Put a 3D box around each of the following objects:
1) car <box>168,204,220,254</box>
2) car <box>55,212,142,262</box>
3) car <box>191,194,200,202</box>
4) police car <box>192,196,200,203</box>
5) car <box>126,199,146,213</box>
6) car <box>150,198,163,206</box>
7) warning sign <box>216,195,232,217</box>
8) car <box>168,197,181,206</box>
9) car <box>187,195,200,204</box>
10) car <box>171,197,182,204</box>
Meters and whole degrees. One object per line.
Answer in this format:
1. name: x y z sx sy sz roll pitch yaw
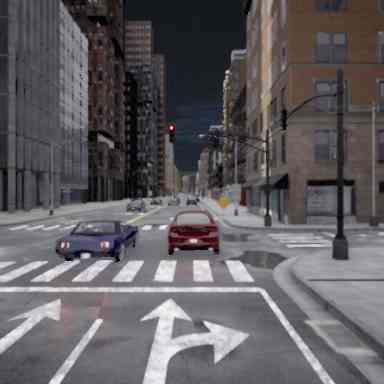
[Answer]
1. car: 0.066 1.497 13.734 1.882 1.535 5.008 0 0 0
2. car: -3.192 1.643 12.249 1.895 1.301 4.718 0 0 0
3. car: 0.899 1.611 89.847 2.150 2.045 5.566 0 0 0
4. police car: 0.907 1.762 79.926 1.930 1.638 5.238 0 0 0
5. car: -6.627 1.663 39.868 1.837 1.490 4.892 0 0 0
6. car: -6.568 1.816 61.753 1.994 1.385 4.181 0 0 0
7. warning sign: 2.829 1.232 29.815 1.300 1.860 1.060 0 0 0
8. car: -3.250 1.792 59.917 2.033 1.411 5.357 0 0 1
9. car: -0.002 1.745 58.973 1.837 1.490 4.892 0 0 0
10. car: -3.309 1.681 70.210 2.033 1.411 5.357 0 0 0
